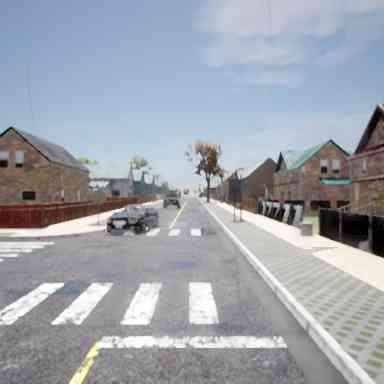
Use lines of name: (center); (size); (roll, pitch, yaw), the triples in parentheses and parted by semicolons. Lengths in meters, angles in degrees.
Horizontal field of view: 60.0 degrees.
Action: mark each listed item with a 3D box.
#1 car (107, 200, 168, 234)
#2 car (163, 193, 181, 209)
car: (-3.254, 1.483, 19.282); (2.128, 1.511, 4.902); (0, 0, 11)
car: (-2.697, 1.152, 45.425); (2.150, 2.045, 5.566); (0, 0, 0)
